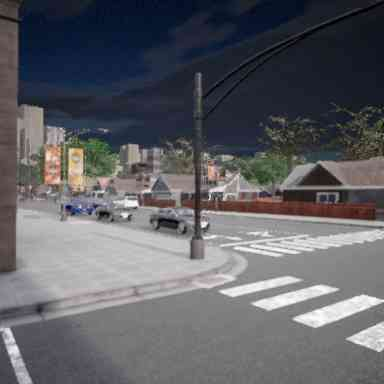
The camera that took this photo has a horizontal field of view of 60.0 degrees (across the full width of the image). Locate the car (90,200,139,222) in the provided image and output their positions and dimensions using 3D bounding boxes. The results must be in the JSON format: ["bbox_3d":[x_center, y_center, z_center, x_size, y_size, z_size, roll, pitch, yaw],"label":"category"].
[{"bbox_3d":[-6.834,1.747,28.980,2.128,1.511,4.902,1,-1,-36],"label":"car"}]

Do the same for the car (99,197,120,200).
[{"bbox_3d":[-12.837,1.776,48.784,2.097,1.767,4.553,1,-1,-35],"label":"car"}]

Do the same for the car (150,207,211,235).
[{"bbox_3d":[-0.810,1.681,20.525,2.128,1.511,4.902,1,-1,-37],"label":"car"}]

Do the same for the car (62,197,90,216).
[{"bbox_3d":[-13.024,1.542,37.664,2.150,2.045,5.566,1,-1,-36],"label":"car"}]

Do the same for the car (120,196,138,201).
[{"bbox_3d":[-10.083,1.668,50.499,2.150,2.045,5.566,1,-1,-35],"label":"car"}]

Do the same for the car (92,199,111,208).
[{"bbox_3d":[-16.120,2.032,58.918,1.812,1.442,4.674,1,-1,-36],"label":"car"}]

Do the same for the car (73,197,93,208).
[{"bbox_3d":[-18.746,1.833,57.006,2.097,1.767,4.553,1,-1,-36],"label":"car"}]
